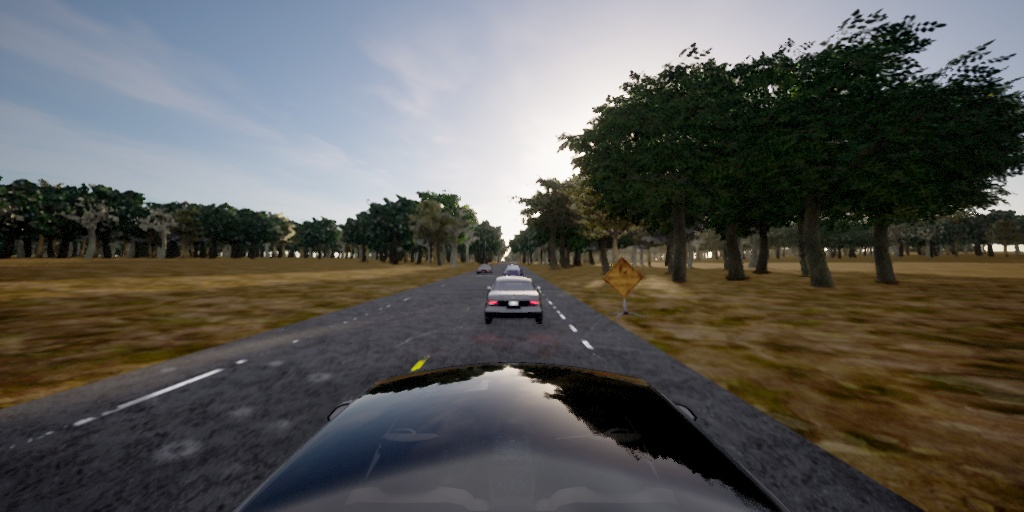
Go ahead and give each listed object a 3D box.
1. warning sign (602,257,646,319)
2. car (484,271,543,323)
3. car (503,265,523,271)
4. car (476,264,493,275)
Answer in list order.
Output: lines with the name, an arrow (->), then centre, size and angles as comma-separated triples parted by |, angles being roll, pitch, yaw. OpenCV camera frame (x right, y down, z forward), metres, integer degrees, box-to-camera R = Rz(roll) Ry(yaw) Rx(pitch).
warning sign -> 3.553, 0.960, 11.252 | 1.300, 1.860, 1.060 | 0, 0, 0
car -> 0.065, 1.405, 12.583 | 2.033, 1.411, 5.357 | 0, -1, 0
car -> 0.097, 1.591, 33.928 | 1.812, 1.442, 4.674 | 0, -1, 0
car -> -3.578, 1.763, 47.355 | 1.994, 1.385, 4.181 | 0, -1, 0
